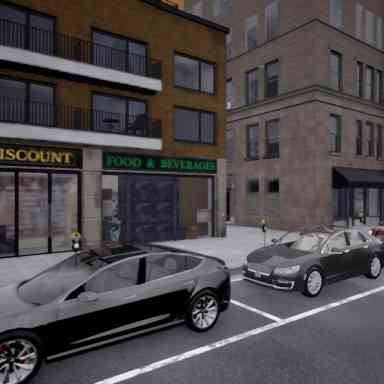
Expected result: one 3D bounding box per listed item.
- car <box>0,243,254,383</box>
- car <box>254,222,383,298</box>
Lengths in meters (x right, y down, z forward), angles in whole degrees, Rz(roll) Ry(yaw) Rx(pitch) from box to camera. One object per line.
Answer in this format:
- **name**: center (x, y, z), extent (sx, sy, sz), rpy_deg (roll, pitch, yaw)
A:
- **car**: center (-1.307, 1.566, 5.253), extent (4.313, 1.339, 1.947), rpy_deg (0, 0, -35)
- **car**: center (3.201, 1.551, 8.435), extent (4.403, 1.369, 2.008), rpy_deg (0, 0, -35)
